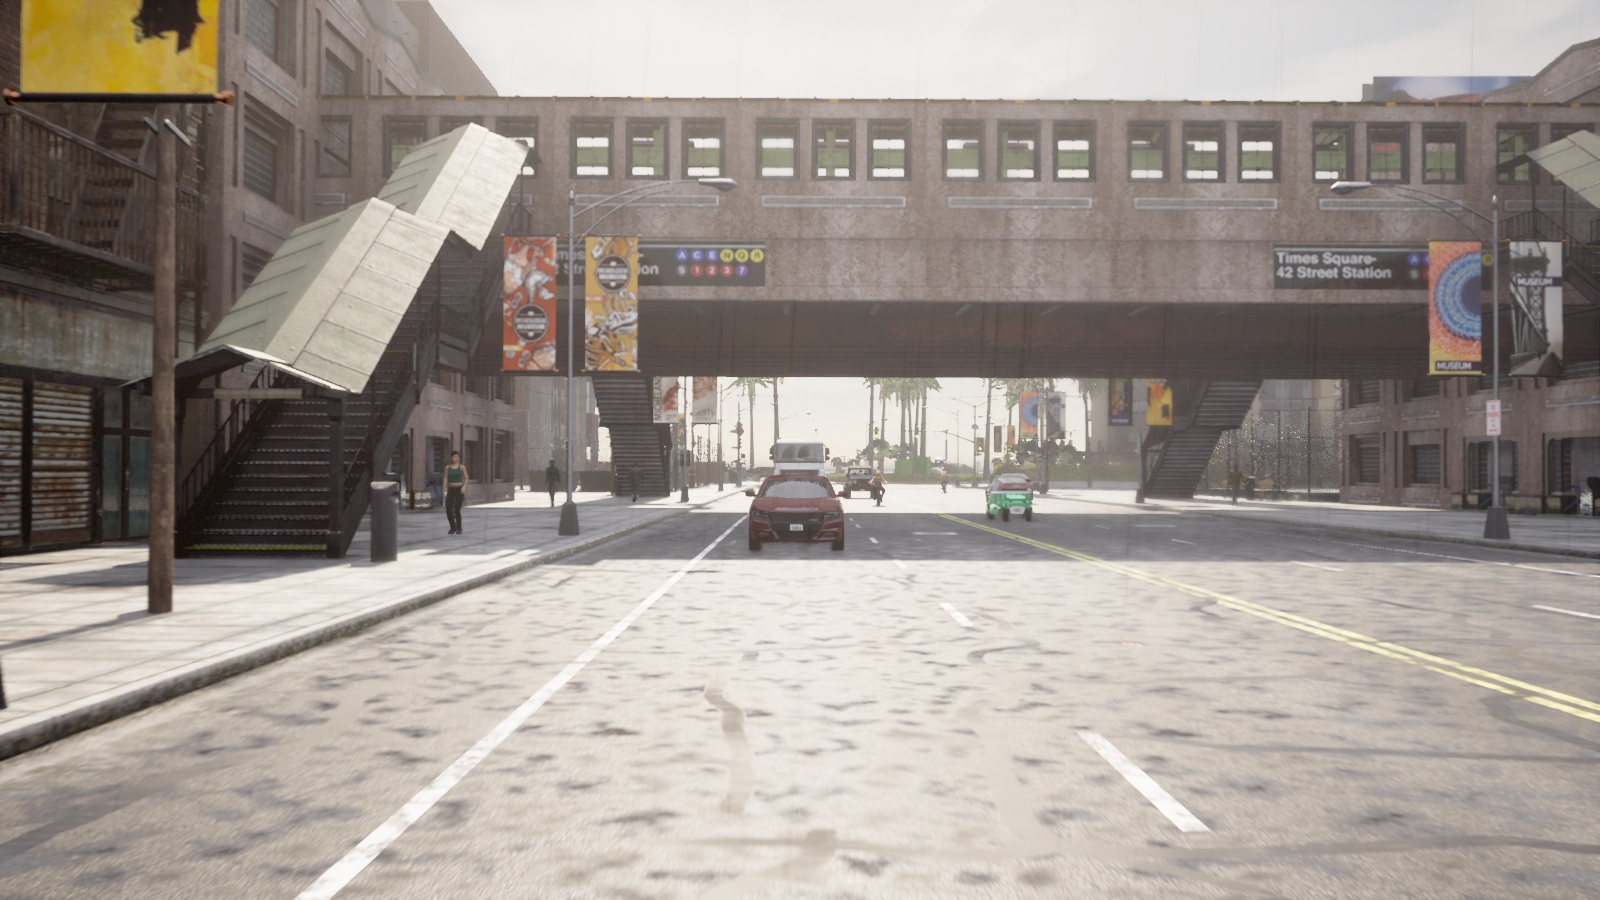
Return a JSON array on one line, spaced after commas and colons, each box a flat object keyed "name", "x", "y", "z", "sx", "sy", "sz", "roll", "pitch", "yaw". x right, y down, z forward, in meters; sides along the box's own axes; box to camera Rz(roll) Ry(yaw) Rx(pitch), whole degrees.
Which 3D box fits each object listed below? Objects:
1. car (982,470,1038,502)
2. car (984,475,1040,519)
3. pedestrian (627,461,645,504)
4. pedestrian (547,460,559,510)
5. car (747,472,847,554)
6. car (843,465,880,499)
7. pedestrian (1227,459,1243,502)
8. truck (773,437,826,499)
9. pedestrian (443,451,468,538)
[{"name": "car", "x": 10.494, "y": 1.775, "z": 63.048, "sx": 2.007, "sy": 1.525, "sz": 4.514, "roll": 0, "pitch": -1, "yaw": 0}, {"name": "car", "x": 6.920, "y": 1.531, "z": 41.154, "sx": 1.481, "sy": 1.376, "sz": 2.207, "roll": 0, "pitch": -1, "yaw": 0}, {"name": "pedestrian", "x": -7.190, "y": 1.421, "z": 55.024, "sx": 0.563, "sy": 1.883, "sz": 0.849, "roll": 0, "pitch": -1, "yaw": 7}, {"name": "pedestrian", "x": -9.198, "y": 1.291, "z": 46.777, "sx": 0.353, "sy": 1.847, "sz": 0.614, "roll": 0, "pitch": -1, "yaw": -5}, {"name": "car", "x": -0.063, "y": 1.231, "z": 26.190, "sx": 1.882, "sy": 1.535, "sz": 5.008, "roll": 0, "pitch": -1, "yaw": 0}, {"name": "car", "x": 3.477, "y": 1.796, "z": 71.631, "sx": 1.905, "sy": 1.878, "sz": 3.866, "roll": 0, "pitch": -1, "yaw": 0}, {"name": "pedestrian", "x": 18.430, "y": 1.287, "z": 53.158, "sx": 0.431, "sy": 1.840, "sz": 0.709, "roll": 0, "pitch": -1, "yaw": 2}, {"name": "truck", "x": -0.029, "y": 1.063, "z": 73.468, "sx": 2.891, "sy": 3.462, "sz": 7.936, "roll": 0, "pitch": -1, "yaw": 0}, {"name": "pedestrian", "x": -7.408, "y": 0.954, "z": 27.039, "sx": 0.345, "sy": 1.836, "sz": 0.594, "roll": 0, "pitch": -1, "yaw": 4}]
